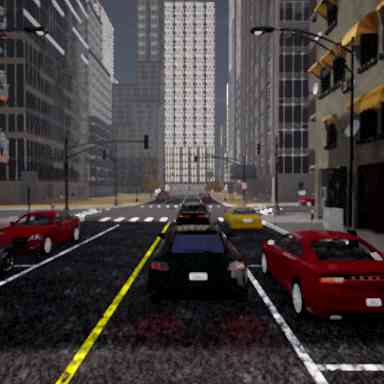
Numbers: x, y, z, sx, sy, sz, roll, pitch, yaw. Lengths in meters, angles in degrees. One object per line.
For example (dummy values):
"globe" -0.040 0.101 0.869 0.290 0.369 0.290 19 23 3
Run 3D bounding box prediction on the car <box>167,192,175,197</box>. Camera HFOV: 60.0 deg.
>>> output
"car" -5.658 0.590 89.510 1.887 1.381 4.507 -1 1 0

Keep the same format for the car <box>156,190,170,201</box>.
"car" -5.671 0.884 61.714 1.887 1.381 4.507 -1 1 0

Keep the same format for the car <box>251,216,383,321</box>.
"car" 2.685 1.466 7.140 1.887 1.381 4.507 -1 1 0

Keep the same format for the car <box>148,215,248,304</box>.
"car" 0.107 1.476 8.023 1.994 1.385 4.181 0 1 0

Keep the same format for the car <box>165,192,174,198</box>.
"car" -5.662 0.631 83.781 1.752 1.417 4.829 -1 1 0

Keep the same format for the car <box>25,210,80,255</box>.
"car" -5.693 1.407 12.681 1.887 1.381 4.507 -1 1 0

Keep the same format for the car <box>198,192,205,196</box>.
"car" 2.725 0.568 95.066 1.802 1.307 4.206 -1 1 0

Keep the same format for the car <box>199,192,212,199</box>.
"car" 2.708 0.779 61.708 1.967 1.590 4.097 -1 1 0

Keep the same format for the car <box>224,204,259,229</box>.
"car" 2.690 1.326 18.356 1.752 1.417 4.829 -1 1 0

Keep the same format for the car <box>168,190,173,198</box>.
"car" -5.670 0.595 67.272 2.192 1.841 5.009 -1 1 0

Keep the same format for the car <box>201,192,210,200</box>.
"car" 2.712 0.804 67.438 1.752 1.417 4.829 -1 1 0

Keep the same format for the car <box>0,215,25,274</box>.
"car" -5.697 1.362 7.156 1.967 1.590 4.097 -1 1 0

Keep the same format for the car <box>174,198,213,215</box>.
"car" 0.084 1.309 18.006 1.837 1.490 4.892 0 1 -1

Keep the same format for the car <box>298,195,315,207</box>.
"car" 14.268 0.857 37.301 4.507 1.381 1.887 -1 2 0
